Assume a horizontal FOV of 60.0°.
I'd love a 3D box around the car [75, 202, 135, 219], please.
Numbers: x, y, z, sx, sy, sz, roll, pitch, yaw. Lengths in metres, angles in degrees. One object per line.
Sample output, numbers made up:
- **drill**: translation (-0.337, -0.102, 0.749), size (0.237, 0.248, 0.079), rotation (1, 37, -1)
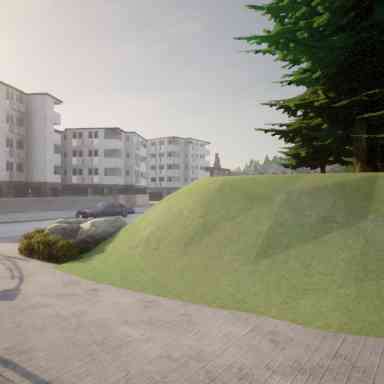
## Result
- **car**: translation (-7.333, 1.547, 28.703), size (2.033, 1.411, 5.357), rotation (0, 0, 36)
